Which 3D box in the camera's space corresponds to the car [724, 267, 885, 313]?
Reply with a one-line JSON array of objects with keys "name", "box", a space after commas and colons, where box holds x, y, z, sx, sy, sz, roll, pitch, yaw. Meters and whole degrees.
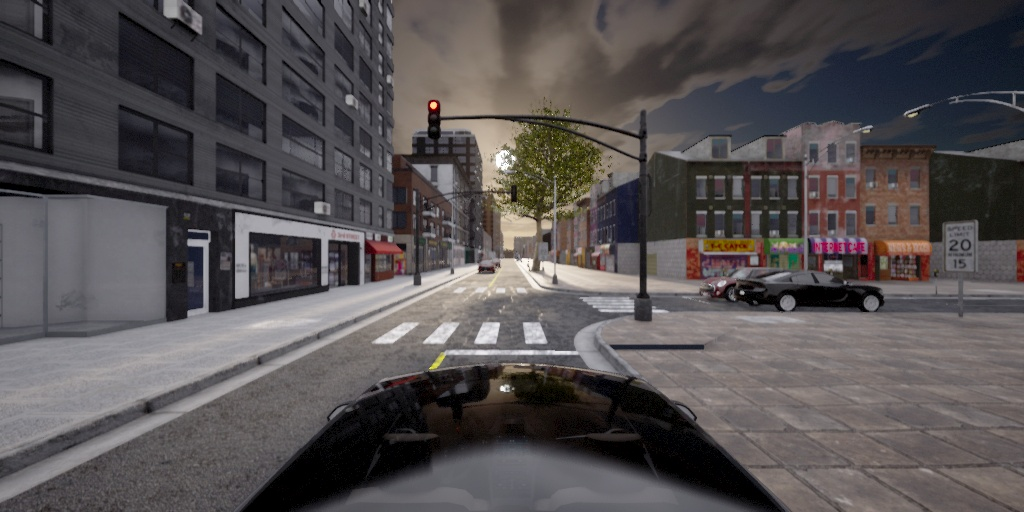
[{"name": "car", "box": [11.366, 1.282, 13.859, 5.008, 1.535, 1.882, 0, 0, 0]}]

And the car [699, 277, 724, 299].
[{"name": "car", "box": [10.878, 1.246, 16.493, 4.097, 1.591, 1.967, 0, 0, 0]}]

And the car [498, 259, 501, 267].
[{"name": "car", "box": [-2.934, 1.193, 62.767, 1.882, 1.535, 5.008, 0, 0, 0]}]

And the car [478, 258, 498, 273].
[{"name": "car", "box": [-2.968, 1.191, 42.340, 1.882, 1.535, 5.008, 0, 0, 0]}]
